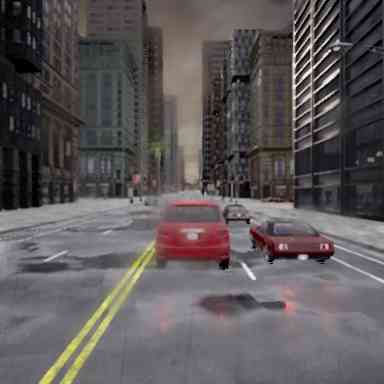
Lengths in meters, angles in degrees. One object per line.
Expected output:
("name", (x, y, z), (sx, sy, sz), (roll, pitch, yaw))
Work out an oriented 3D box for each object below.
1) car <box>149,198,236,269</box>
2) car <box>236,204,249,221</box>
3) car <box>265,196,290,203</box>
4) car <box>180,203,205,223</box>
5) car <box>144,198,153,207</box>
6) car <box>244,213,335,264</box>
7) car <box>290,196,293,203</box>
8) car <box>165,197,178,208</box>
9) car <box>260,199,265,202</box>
("car", (0.038, 1.269, 11.483), (2.150, 2.045, 5.566), (0, 0, 0))
("car", (3.282, 1.649, 25.513), (2.033, 1.411, 5.357), (0, 0, 1))
("car", (20.749, 2.067, 80.685), (4.507, 1.381, 1.887), (1, -1, 0))
("car", (0.052, 1.674, 27.776), (1.994, 1.385, 4.181), (0, 0, 0))
("car", (-6.562, 1.684, 53.883), (1.837, 1.490, 4.892), (0, 1, 0))
("car", (3.292, 1.649, 12.027), (1.895, 1.301, 4.718), (0, 0, 0))
("car", (25.840, 1.907, 80.670), (5.009, 1.841, 2.192), (1, -1, 0))
("car", (-3.313, 1.661, 54.166), (1.882, 1.535, 5.008), (0, 0, 0))
("car", (20.611, 2.089, 89.213), (4.829, 1.417, 1.752), (1, -1, 0))
